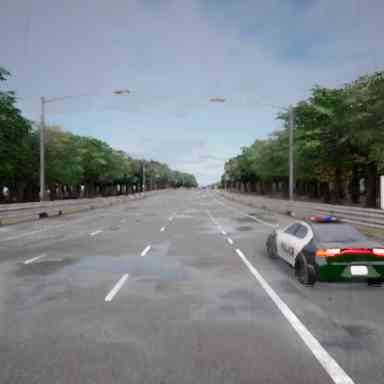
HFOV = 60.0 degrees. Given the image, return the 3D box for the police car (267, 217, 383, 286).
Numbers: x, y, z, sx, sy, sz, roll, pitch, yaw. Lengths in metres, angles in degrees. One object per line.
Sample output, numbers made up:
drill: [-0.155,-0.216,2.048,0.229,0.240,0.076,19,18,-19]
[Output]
police car: [3.546,1.485,9.502,2.038,1.542,4.974,0,0,-1]
